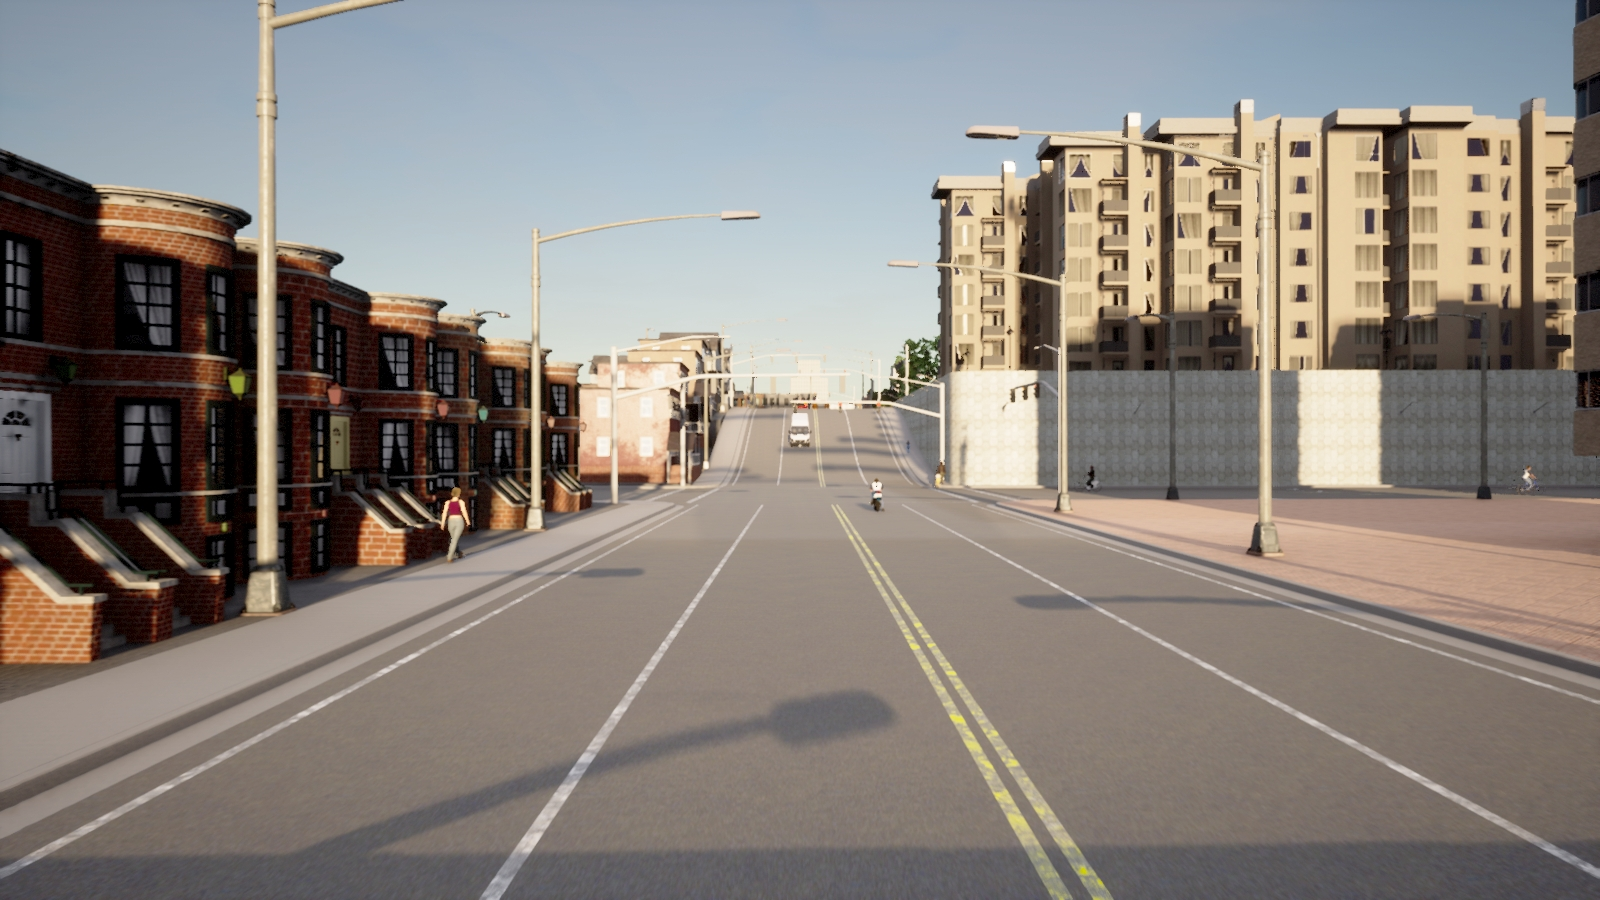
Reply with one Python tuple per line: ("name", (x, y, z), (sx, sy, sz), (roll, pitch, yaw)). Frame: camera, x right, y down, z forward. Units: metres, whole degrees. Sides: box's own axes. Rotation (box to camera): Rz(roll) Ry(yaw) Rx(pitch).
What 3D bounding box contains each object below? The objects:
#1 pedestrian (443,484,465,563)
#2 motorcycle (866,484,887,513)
("pedestrian", (-8.190, 1.737, 27.048), (0.375, 1.860, 0.375), (0, 0, 3))
("motorcycle", (3.496, 2.204, 52.161), (0.803, 1.224, 2.033), (0, 0, 0))
